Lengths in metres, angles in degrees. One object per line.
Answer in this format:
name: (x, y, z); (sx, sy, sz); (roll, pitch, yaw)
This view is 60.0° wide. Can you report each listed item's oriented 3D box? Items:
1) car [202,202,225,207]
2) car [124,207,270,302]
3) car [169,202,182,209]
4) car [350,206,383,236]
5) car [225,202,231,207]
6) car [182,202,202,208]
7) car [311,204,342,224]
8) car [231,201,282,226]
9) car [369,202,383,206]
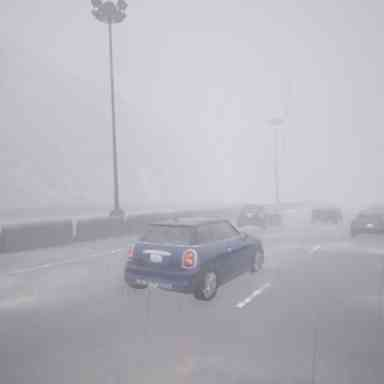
car: (4.119, 2.172, 50.280); (2.033, 1.411, 5.357); (-1, -1, 30)
car: (0.313, 1.460, 8.968); (2.097, 1.767, 4.553); (-1, -1, 30)
car: (-1.966, 2.226, 53.743); (1.994, 1.385, 4.181); (-1, -1, 30)
car: (10.328, 1.743, 19.136); (1.994, 1.385, 4.181); (-1, -1, 30)
car: (7.138, 2.074, 48.510); (2.128, 1.511, 4.902); (-1, -1, 30)
car: (1.100, 2.231, 52.049); (2.033, 1.411, 5.357); (-1, -1, 30)
car: (11.275, 1.754, 27.680); (1.882, 1.535, 5.008); (-1, -1, 30)
car: (4.869, 1.613, 23.670); (2.097, 1.767, 4.553); (-1, -1, 30)
car: (18.279, 1.779, 32.712); (1.882, 1.535, 5.008); (-1, -1, 30)
